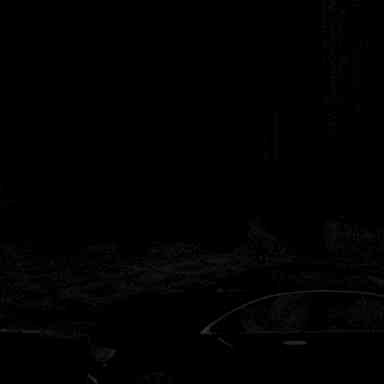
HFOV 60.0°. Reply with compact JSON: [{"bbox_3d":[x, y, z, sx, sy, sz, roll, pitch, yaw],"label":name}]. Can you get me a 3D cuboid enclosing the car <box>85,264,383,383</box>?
[{"bbox_3d":[1.039,1.566,3.810,4.403,1.369,2.008,0,-1,4],"label":"car"}]
